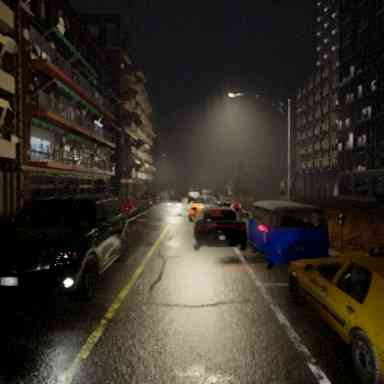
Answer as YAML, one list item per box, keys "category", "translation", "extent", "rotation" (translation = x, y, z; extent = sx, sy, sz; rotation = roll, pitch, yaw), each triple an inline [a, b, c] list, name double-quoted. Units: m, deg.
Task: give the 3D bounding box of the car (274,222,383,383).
- category: "car"
  translation: [2.723, 1.456, 4.947]
  extent: [1.752, 1.417, 4.829]
  rotation: [0, 1, 0]

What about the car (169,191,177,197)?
- category: "car"
  translation: [-5.054, 0.494, 87.729]
  extent: [1.802, 1.307, 4.206]
  rotation: [0, 1, 0]

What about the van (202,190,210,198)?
- category: "van"
  translation: [3.243, 0.379, 76.614]
  extent: [1.690, 1.788, 3.998]
  rotation: [0, 1, 0]

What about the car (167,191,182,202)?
- category: "car"
  translation: [-2.618, 0.996, 52.204]
  extent: [1.895, 1.301, 4.718]
  rotation: [0, 1, 0]

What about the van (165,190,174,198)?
- category: "van"
  translation: [-5.136, 0.380, 76.675]
  extent: [1.690, 1.788, 3.998]
  rotation: [0, 1, 0]

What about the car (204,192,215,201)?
- category: "car"
  translation: [3.126, 0.757, 60.206]
  extent: [1.752, 1.417, 4.829]
  rotation: [0, 1, 0]

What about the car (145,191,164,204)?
- category: "car"
  translation: [-5.378, 0.753, 43.518]
  extent: [2.192, 1.841, 5.009]
  rotation: [0, 1, 0]

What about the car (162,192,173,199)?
- category: "car"
  translation: [-5.175, 0.648, 71.151]
  extent: [1.887, 1.381, 4.507]
  rotation: [0, 1, 0]

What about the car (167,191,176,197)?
- category: "car"
  translation: [-5.095, 0.557, 82.204]
  extent: [1.802, 1.307, 4.206]
  rotation: [0, 1, 0]

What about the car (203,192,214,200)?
- category: "car"
  translation: [3.165, 0.733, 65.564]
  extent: [1.947, 1.339, 4.313]
  rotation: [0, 1, 0]

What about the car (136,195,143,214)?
- category: "car"
  translation: [-5.497, 1.192, 26.943]
  extent: [1.887, 1.381, 4.507]
  rotation: [0, 1, 0]

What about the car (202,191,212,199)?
- category: "car"
  translation: [3.204, 0.542, 71.088]
  extent: [1.967, 1.590, 4.097]
  rotation: [0, 1, 0]

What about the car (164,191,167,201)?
- category: "car"
  translation: [-5.336, 0.920, 49.047]
  extent: [2.008, 1.369, 4.403]
  rotation: [0, 1, 0]

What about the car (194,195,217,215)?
- category: "car"
  translation: [1.103, 1.069, 29.503]
  extent: [1.801, 1.575, 5.366]
  rotation: [0, 1, 0]

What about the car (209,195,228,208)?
- category: "car"
  translation: [2.963, 1.088, 37.934]
  extent: [1.802, 1.307, 4.206]
  rotation: [0, 1, 0]

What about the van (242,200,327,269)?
- category: "van"
  translation: [2.761, 1.201, 10.300]
  extent: [1.690, 1.788, 3.998]
  rotation: [0, 1, 0]

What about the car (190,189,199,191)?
- category: "car"
  translation: [0.460, 0.418, 62.809]
  extent: [2.150, 2.045, 5.566]
  rotation: [0, 1, 0]

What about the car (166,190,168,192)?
- category: "car"
  translation: [-5.296, 0.852, 54.573]
  extent: [2.008, 1.369, 4.403]
  rotation: [0, 1, 0]

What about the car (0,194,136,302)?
- category: "car"
  translation: [-3.039, 1.109, 8.330]
  extent: [2.150, 2.045, 5.566]
  rotation: [0, 1, 0]

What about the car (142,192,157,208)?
- category: "car"
  translation: [-5.418, 1.035, 37.825]
  extent: [1.752, 1.417, 4.829]
  rotation: [0, 1, 0]

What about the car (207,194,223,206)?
- category: "car"
  translation: [3.003, 1.019, 43.460]
  extent: [1.802, 1.307, 4.206]
  rotation: [0, 1, 0]

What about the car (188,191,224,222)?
- category: "car"
  translation: [0.933, 1.044, 23.324]
  extent: [2.097, 1.767, 4.553]
  rotation: [0, 1, 3]

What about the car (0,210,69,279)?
- category: "car"
  translation: [-5.618, 1.406, 10.364]
  extent: [1.887, 1.381, 4.507]
  rotation: [0, 1, 0]

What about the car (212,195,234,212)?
- category: "car"
  translation: [2.924, 1.099, 32.577]
  extent: [1.752, 1.417, 4.829]
  rotation: [0, 1, 0]

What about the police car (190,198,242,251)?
- category: "police car"
  translation: [1.000, 1.245, 13.422]
  extent: [1.930, 1.638, 5.238]
  rotation: [0, 1, 0]
